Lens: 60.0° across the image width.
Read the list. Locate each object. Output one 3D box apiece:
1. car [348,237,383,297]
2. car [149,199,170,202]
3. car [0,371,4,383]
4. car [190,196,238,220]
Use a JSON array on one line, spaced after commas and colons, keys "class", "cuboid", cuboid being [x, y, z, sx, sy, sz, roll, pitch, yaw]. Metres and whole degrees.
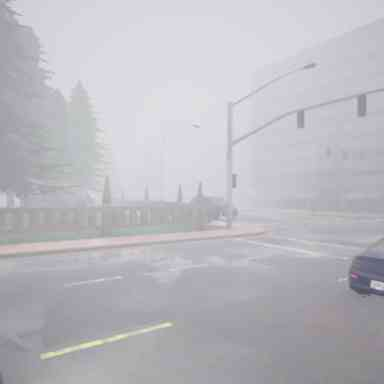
[{"class": "car", "cuboid": [5.412, 1.631, 7.615, 4.674, 1.442, 1.812, 1, -1, -35]}, {"class": "car", "cuboid": [-3.302, 1.711, 39.214, 1.812, 1.442, 4.674, 1, 0, -26]}, {"class": "car", "cuboid": [-3.394, 1.500, 1.332, 4.674, 1.442, 1.812, 1, -1, -35]}, {"class": "car", "cuboid": [1.824, 1.395, 30.310, 2.150, 2.045, 5.566, 1, 0, -32]}]
